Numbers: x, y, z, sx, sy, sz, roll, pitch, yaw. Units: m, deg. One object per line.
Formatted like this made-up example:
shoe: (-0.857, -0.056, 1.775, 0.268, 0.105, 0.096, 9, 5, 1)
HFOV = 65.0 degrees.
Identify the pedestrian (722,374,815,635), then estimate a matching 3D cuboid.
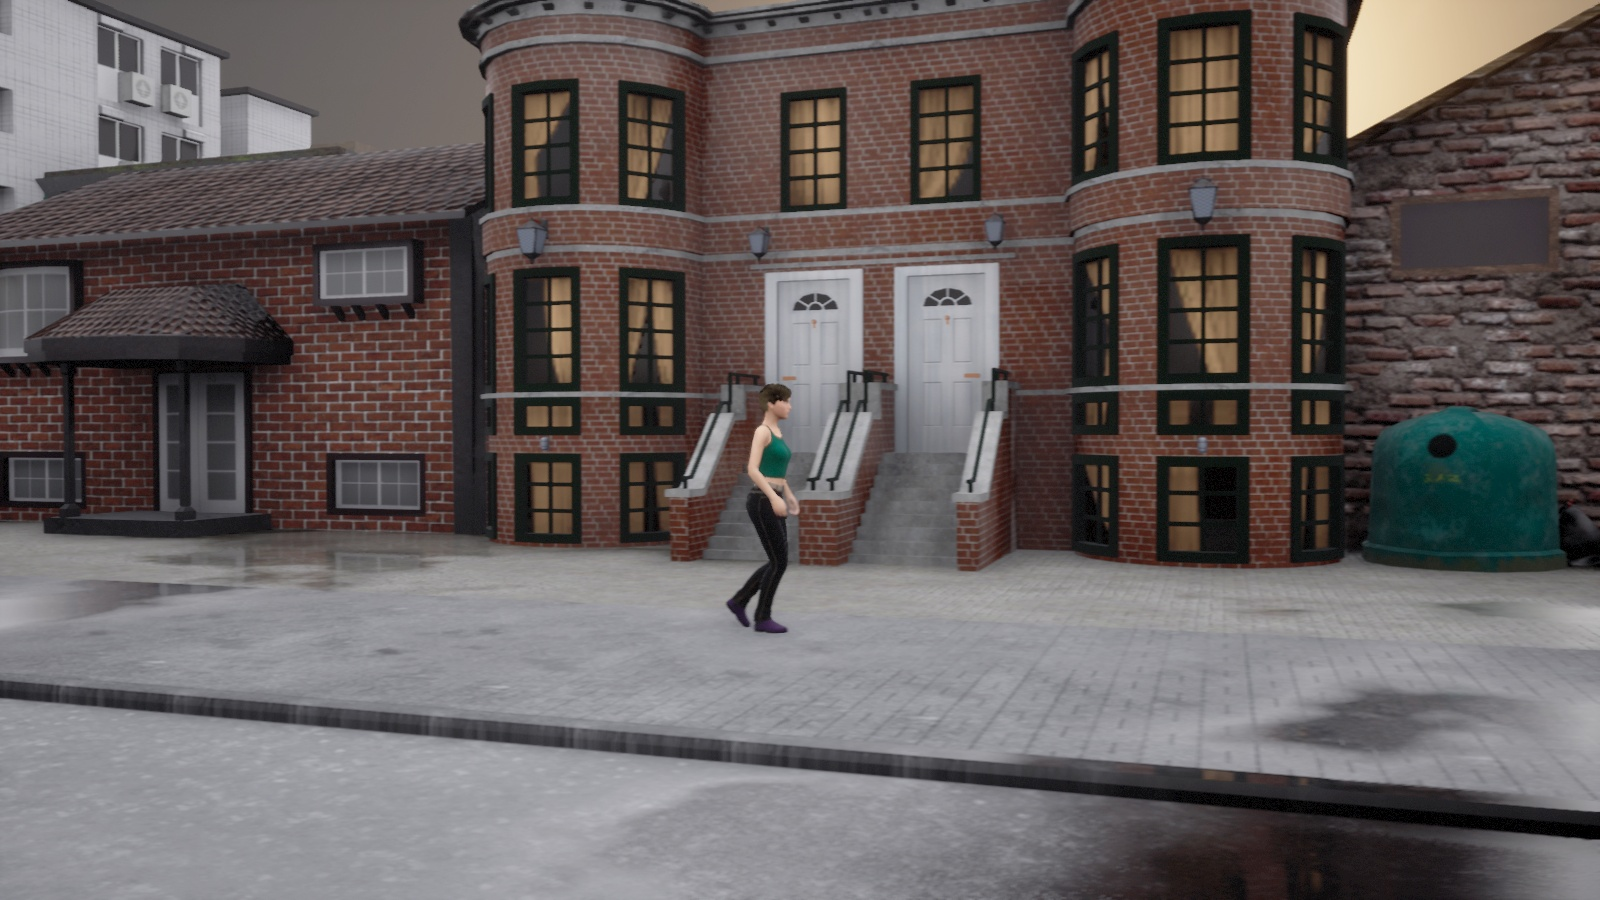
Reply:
pedestrian: (-0.225, 0.379, 9.083, 0.594, 1.836, 0.345, 1, 1, 16)
